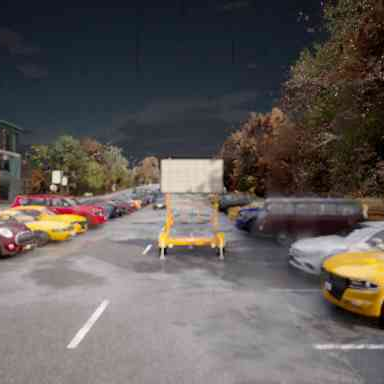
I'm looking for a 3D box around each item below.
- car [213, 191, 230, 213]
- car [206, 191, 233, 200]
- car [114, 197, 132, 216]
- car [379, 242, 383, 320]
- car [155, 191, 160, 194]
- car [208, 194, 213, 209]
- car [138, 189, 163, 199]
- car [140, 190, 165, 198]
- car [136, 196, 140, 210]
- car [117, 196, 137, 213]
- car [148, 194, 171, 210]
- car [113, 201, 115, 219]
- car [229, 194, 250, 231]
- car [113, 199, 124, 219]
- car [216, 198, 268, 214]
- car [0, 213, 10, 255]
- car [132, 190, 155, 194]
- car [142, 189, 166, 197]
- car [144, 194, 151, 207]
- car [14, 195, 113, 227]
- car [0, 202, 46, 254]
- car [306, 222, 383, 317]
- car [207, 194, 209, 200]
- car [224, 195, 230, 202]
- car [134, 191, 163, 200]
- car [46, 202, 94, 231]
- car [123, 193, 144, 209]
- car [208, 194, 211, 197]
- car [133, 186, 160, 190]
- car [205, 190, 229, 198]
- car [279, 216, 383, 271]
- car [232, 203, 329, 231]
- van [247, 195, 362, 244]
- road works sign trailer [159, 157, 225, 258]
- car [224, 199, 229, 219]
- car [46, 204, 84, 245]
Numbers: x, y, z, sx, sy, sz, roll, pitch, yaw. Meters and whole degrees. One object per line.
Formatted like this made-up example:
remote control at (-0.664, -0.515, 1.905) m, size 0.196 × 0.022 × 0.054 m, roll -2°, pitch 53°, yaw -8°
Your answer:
car at (5.067, 1.184, 31.422) m, size 5.566 × 2.045 × 2.435 m, roll 0°, pitch 1°, yaw 0°
car at (5.066, 0.649, 61.970) m, size 4.792 × 1.488 × 2.163 m, roll 0°, pitch 3°, yaw 0°
car at (-8.046, 1.458, 28.465) m, size 5.008 × 1.535 × 2.097 m, roll 0°, pitch 0°, yaw 0°
car at (5.047, 1.481, 3.439) m, size 4.892 × 1.521 × 2.231 m, roll 0°, pitch 0°, yaw 0°
car at (-8.071, 0.991, 53.552) m, size 4.792 × 1.488 × 2.163 m, roll 0°, pitch 2°, yaw 0°
car at (4.853, 1.363, 37.003) m, size 5.366 × 1.575 × 1.946 m, roll 0°, pitch 1°, yaw 0°
car at (-8.011, 0.366, 64.676) m, size 4.553 × 1.767 × 2.185 m, roll 0°, pitch 3°, yaw 0°
car at (-8.013, 0.383, 67.466) m, size 4.792 × 1.488 × 2.163 m, roll 0°, pitch 3°, yaw 0°
car at (-8.038, 1.448, 34.043) m, size 4.674 × 1.452 × 2.002 m, roll 0°, pitch 1°, yaw 0°
car at (-8.047, 1.437, 31.254) m, size 5.008 × 1.535 × 2.097 m, roll 0°, pitch 1°, yaw 0°
car at (-3.593, 1.333, 39.614) m, size 2.128 × 1.511 × 4.902 m, roll 0°, pitch 1°, yaw 0°
car at (-8.043, 1.517, 22.892) m, size 4.674 × 1.452 × 2.002 m, roll 0°, pitch 0°, yaw 0°
car at (5.011, 1.227, 17.364) m, size 5.566 × 2.045 × 2.435 m, roll 0°, pitch 0°, yaw 0°
car at (-8.070, 1.501, 25.678) m, size 4.792 × 1.488 × 2.163 m, roll 0°, pitch 0°, yaw 0°
car at (5.044, 1.404, 34.214) m, size 5.008 × 1.535 × 2.097 m, roll 0°, pitch 1°, yaw 0°
car at (-8.034, 1.482, 8.976) m, size 4.892 × 1.521 × 2.231 m, roll 0°, pitch 0°, yaw 0°
car at (-8.073, 1.006, 47.968) m, size 4.553 × 1.767 × 2.185 m, roll 0°, pitch 2°, yaw 0°
car at (-8.072, 0.243, 70.247) m, size 4.792 × 1.488 × 2.163 m, roll 0°, pitch 3°, yaw 0°
car at (-8.012, 1.297, 42.398) m, size 4.792 × 1.488 × 2.163 m, roll 0°, pitch 1°, yaw 0°
car at (-8.012, 1.227, 20.109) m, size 5.566 × 2.045 × 2.435 m, roll 0°, pitch 0°, yaw 0°
car at (-8.071, 1.355, 11.884) m, size 4.553 × 1.767 × 2.185 m, roll 0°, pitch 0°, yaw 0°
car at (5.045, 1.480, 6.224) m, size 5.008 × 1.535 × 2.097 m, roll 0°, pitch 0°, yaw 0°
car at (5.033, 1.126, 48.153) m, size 5.008 × 1.535 × 2.097 m, roll 0°, pitch 2°, yaw 0°
car at (5.070, 1.345, 25.843) m, size 4.553 × 1.767 × 2.185 m, roll 0°, pitch 0°, yaw 0°
car at (-8.048, 0.623, 61.906) m, size 5.008 × 1.535 × 2.097 m, roll 0°, pitch 2°, yaw 0°
car at (-8.046, 1.479, 17.325) m, size 5.008 × 1.535 × 2.097 m, roll 0°, pitch 0°, yaw 0°
car at (-8.010, 1.244, 36.828) m, size 4.553 × 1.767 × 2.185 m, roll 0°, pitch 1°, yaw 0°
car at (5.032, 1.203, 45.236) m, size 4.892 × 1.521 × 2.231 m, roll 0°, pitch 2°, yaw 0°
car at (-8.014, 0.495, 59.104) m, size 5.566 × 2.045 × 2.435 m, roll 0°, pitch 2°, yaw 0°
car at (5.040, 0.383, 67.661) m, size 4.674 × 1.452 × 2.002 m, roll 0°, pitch 3°, yaw 0°
car at (5.042, 1.521, 9.010) m, size 4.674 × 1.452 × 2.002 m, roll 0°, pitch 0°, yaw 0°
car at (5.225, 1.474, 20.149) m, size 5.366 × 1.575 × 1.946 m, roll 0°, pitch 0°, yaw 0°
van at (4.923, 1.253, 14.579) m, size 4.442 × 1.987 × 1.878 m, roll 0°, pitch 0°, yaw 0°
road works sign trailer at (-0.001, 0.464, 12.668) m, size 2.380 × 3.560 × 2.880 m, roll 0°, pitch 0°, yaw 0°
car at (5.034, 1.476, 23.058) m, size 5.008 × 1.535 × 2.097 m, roll 0°, pitch 0°, yaw 0°
car at (-7.855, 1.477, 14.542) m, size 5.366 × 1.575 × 1.946 m, roll 0°, pitch 0°, yaw 0°
